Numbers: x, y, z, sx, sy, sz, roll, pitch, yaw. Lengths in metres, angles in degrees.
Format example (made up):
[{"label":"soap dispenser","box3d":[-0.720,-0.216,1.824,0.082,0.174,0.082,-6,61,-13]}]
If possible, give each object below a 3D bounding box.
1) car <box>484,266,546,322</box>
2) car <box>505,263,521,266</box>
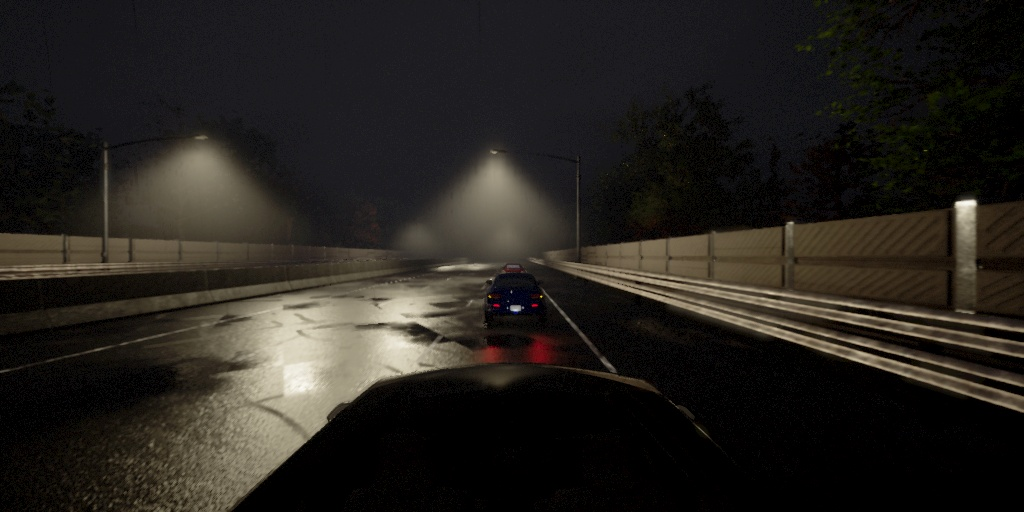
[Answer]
[{"label":"car","box3d":[0.099,1.247,12.029,1.812,1.442,4.674,0,0,0]},{"label":"car","box3d":[0.095,1.243,28.570,1.994,1.385,4.181,0,0,0]}]
